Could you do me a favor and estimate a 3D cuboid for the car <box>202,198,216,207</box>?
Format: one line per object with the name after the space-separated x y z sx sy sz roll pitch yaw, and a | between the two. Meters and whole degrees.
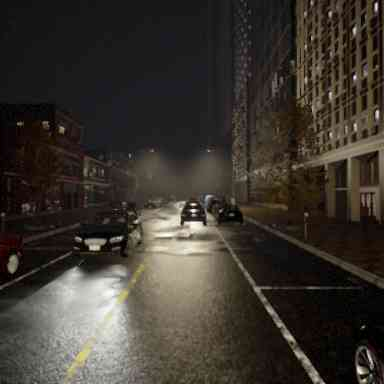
2.669 1.633 52.821 1.947 1.339 4.313 1 0 0 | car

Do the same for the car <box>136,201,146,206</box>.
-5.678 1.604 30.300 1.947 1.339 4.313 1 0 0 | car

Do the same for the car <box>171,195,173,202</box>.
-5.677 1.636 69.808 1.887 1.381 4.507 1 0 0 | car

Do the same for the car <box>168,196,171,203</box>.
-5.678 1.665 64.164 1.802 1.307 4.206 1 0 0 | car

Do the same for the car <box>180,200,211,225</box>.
0.100 1.578 24.536 2.033 1.411 5.357 0 0 0 | car

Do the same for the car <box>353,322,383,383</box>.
2.701 1.569 2.024 1.947 1.339 4.313 1 0 0 | car

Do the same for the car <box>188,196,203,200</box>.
0.101 1.558 42.851 1.837 1.490 4.892 0 0 0 | car

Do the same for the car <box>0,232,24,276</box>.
-5.679 1.554 7.724 1.887 1.381 4.507 1 0 0 | car

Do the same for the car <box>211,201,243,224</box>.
2.702 1.596 24.600 1.947 1.339 4.313 1 0 0 | car

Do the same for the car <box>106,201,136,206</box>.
-5.677 1.471 24.656 1.967 1.590 4.097 1 0 0 | car

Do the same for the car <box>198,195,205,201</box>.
2.671 1.650 92.500 1.752 1.417 4.829 1 0 0 | car

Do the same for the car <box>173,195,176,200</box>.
-5.678 1.674 81.096 1.947 1.339 4.313 1 0 0 | car

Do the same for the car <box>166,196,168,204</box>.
-5.677 1.600 58.350 1.752 1.417 4.829 1 0 0 | car

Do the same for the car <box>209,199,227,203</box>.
2.705 1.620 30.245 1.802 1.307 4.206 1 0 0 | car

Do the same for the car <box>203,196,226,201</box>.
2.714 1.360 35.889 2.192 1.841 5.009 1 0 0 | car

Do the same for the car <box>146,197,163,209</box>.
-5.678 1.625 47.232 1.947 1.339 4.313 1 0 0 | car

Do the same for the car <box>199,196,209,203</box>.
2.670 1.666 75.397 1.947 1.339 4.313 1 0 0 | car

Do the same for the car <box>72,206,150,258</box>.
-3.058 1.509 12.947 2.128 1.511 4.902 0 0 0 | car

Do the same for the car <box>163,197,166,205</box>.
-5.676 1.507 52.877 1.967 1.590 4.097 1 0 0 | car
